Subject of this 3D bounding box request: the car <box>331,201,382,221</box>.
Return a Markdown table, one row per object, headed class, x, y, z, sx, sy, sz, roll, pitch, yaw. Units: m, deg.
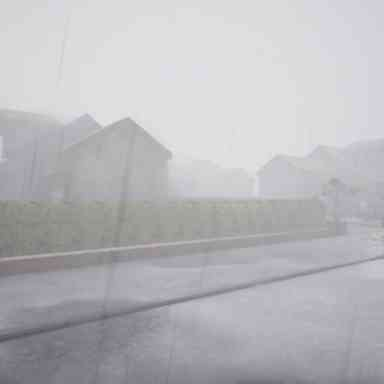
| class | x | y | z | sx | sy | sz | roll | pitch | yaw |
| --- | --- | --- | --- | --- | --- | --- | --- | --- | --- |
| car | 13.312 | 1.465 | 26.953 | 1.845 | 1.501 | 3.633 | 1 | 0 | -38 |
